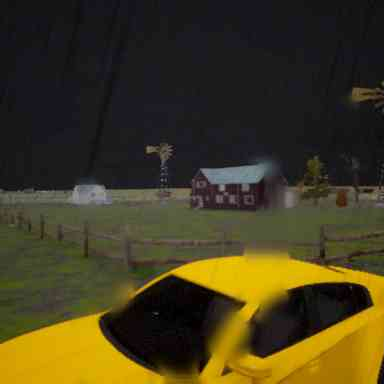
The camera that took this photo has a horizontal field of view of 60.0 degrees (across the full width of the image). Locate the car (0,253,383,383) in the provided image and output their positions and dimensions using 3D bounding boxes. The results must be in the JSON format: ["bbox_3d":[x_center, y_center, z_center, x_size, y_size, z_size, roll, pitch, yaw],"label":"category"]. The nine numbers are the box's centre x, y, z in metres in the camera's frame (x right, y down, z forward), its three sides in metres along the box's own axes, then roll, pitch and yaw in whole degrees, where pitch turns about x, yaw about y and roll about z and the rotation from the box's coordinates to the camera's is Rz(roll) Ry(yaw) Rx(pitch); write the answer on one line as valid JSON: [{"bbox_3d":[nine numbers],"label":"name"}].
[{"bbox_3d":[0.406,1.477,3.345,5.008,1.535,1.882,0,0,-35],"label":"car"}]
